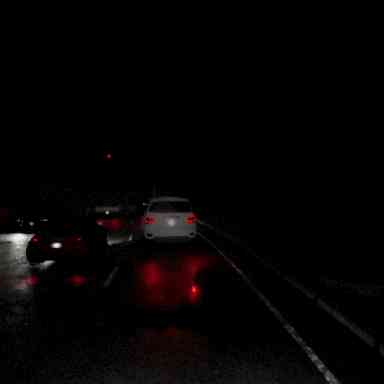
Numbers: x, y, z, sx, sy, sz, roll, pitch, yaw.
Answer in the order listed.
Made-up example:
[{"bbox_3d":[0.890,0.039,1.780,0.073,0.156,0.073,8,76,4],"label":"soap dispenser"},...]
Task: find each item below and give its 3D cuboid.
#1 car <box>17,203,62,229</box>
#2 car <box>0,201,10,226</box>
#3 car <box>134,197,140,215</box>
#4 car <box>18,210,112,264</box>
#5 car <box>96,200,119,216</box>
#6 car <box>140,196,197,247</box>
[{"bbox_3d":[-9.295,1.481,20.693,1.837,1.490,4.892,-1,1,-11],"label":"car"},{"bbox_3d":[-12.739,1.369,20.019,2.097,1.767,4.553,-1,1,-11],"label":"car"},{"bbox_3d":[-4.181,1.158,30.449,2.128,1.511,4.902,-1,2,-14],"label":"car"},{"bbox_3d":[-4.276,1.569,11.948,1.994,1.385,4.181,0,0,-6],"label":"car"},{"bbox_3d":[-7.445,1.334,29.227,1.895,1.301,4.718,-1,2,-14],"label":"car"},{"bbox_3d":[-1.131,1.193,15.235,2.150,2.045,5.566,0,1,-7],"label":"car"}]
